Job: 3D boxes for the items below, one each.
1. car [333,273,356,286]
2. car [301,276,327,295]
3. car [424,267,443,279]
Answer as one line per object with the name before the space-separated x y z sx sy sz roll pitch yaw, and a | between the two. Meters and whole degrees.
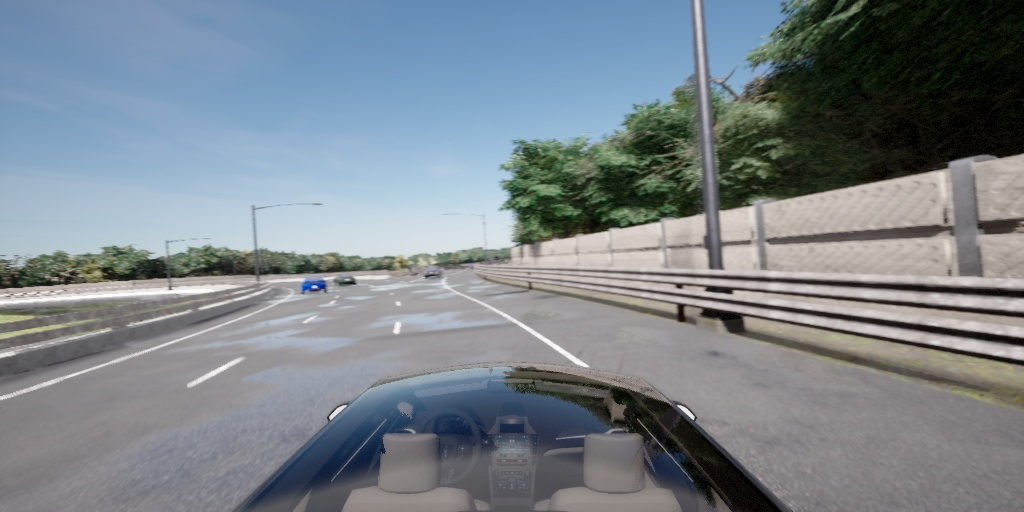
car | -19.679 2.757 42.008 1.994 1.385 4.181 -4 0 -34
car | -17.688 2.517 32.091 1.882 1.535 5.008 -4 0 -29
car | -9.746 2.034 44.680 2.033 1.411 5.357 -4 0 -4
